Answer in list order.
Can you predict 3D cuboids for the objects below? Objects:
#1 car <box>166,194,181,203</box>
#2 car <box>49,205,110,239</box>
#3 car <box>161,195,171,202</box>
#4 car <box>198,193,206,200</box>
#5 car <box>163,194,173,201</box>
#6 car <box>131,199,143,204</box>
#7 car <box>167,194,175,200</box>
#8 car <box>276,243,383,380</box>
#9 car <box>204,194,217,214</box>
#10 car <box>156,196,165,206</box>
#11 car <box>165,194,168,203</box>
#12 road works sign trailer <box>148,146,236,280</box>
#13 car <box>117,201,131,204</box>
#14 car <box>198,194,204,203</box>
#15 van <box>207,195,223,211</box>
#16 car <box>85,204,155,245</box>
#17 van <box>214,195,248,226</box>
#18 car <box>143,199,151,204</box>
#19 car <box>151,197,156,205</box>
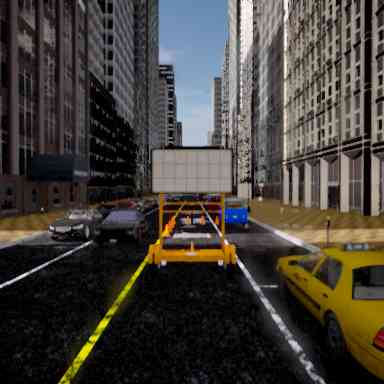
[{"bbox_3d":[-2.990,1.490,60.480,2.033,1.411,5.357,0,0,0],"label":"car"},{"bbox_3d":[-5.695,1.523,16.854,2.008,1.369,4.403,-1,0,0],"label":"car"},{"bbox_3d":[-5.686,1.459,73.690,1.802,1.307,4.206,-1,0,0],"label":"car"},{"bbox_3d":[2.695,1.162,90.740,2.192,1.841,5.009,-1,0,0],"label":"car"},{"bbox_3d":[-5.686,1.307,79.373,1.967,1.590,4.097,-1,0,0],"label":"car"},{"bbox_3d":[-5.693,1.498,28.221,1.887,1.381,4.507,-1,0,0],"label":"car"},{"bbox_3d":[-5.683,1.373,90.571,1.752,1.417,4.829,-1,0,0],"label":"car"},{"bbox_3d":[2.684,1.516,5.655,1.752,1.417,4.829,-1,0,0],"label":"car"},{"bbox_3d":[2.686,1.259,33.903,2.192,1.841,5.009,-1,0,0],"label":"car"},{"bbox_3d":[-5.690,1.466,50.956,2.008,1.369,4.403,-1,0,0],"label":"car"},{"bbox_3d":[-5.688,1.447,62.322,2.008,1.369,4.403,-1,0,0],"label":"car"},{"bbox_3d":[0.003,0.448,9.883,2.380,3.560,2.880,0,0,0],"label":"road works sign trailer"},{"bbox_3d":[-5.694,1.528,22.537,1.947,1.339,4.313,-1,0,0],"label":"car"},{"bbox_3d":[2.693,1.447,62.321,2.008,1.369,4.403,-1,0,0],"label":"car"},{"bbox_3d":[2.687,1.276,39.586,1.690,1.788,3.998,-1,0,0],"label":"van"},{"bbox_3d":[-3.100,1.521,15.725,2.033,1.411,5.357,0,0,0],"label":"car"},{"bbox_3d":[2.685,1.304,22.535,1.690,1.788,3.998,-1,0,0],"label":"van"},{"bbox_3d":[-5.693,1.495,33.905,2.008,1.369,4.403,-1,0,0],"label":"car"},{"bbox_3d":[-5.691,1.517,39.588,1.802,1.307,4.206,-1,0,0],"label":"car"}]
